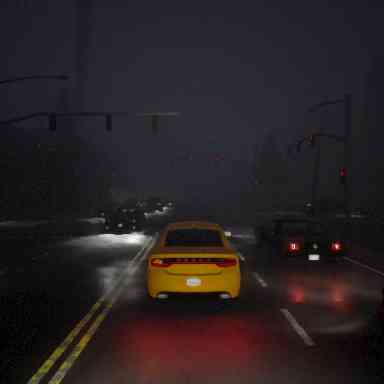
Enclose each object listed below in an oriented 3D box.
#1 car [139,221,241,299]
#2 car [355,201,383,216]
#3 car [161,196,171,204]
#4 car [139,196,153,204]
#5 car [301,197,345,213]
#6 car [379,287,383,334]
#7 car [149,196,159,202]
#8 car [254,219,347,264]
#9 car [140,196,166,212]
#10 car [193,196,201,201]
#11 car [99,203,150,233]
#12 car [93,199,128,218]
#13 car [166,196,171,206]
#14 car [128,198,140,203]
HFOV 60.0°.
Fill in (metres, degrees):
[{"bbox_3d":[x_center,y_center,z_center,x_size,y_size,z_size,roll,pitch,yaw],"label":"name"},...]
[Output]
[{"bbox_3d":[0.033,1.478,8.487,1.882,1.535,5.008,0,0,0],"label":"car"},{"bbox_3d":[18.770,1.547,32.211,5.357,1.411,2.033,0,0,-2],"label":"car"},{"bbox_3d":[-5.168,1.525,67.108,1.812,1.442,4.674,0,0,-1],"label":"car"},{"bbox_3d":[-8.597,1.477,62.591,1.882,1.535,5.008,0,0,-1],"label":"car"},{"bbox_3d":[14.080,1.352,35.576,4.553,1.767,2.097,0,0,-2],"label":"car"},{"bbox_3d":[3.597,1.478,2.721,1.882,1.535,5.008,0,0,0],"label":"car"},{"bbox_3d":[-8.937,1.550,77.899,1.994,1.385,4.181,0,0,-1],"label":"car"},{"bbox_3d":[3.501,1.601,11.811,1.895,1.301,4.718,0,0,-1],"label":"car"},{"bbox_3d":[-4.466,1.351,38.975,2.097,1.767,4.553,0,0,-2],"label":"car"},{"bbox_3d":[1.298,1.595,88.224,1.895,1.301,4.718,0,0,-1],"label":"car"},{"bbox_3d":[-3.827,1.564,19.571,1.994,1.385,4.181,0,0,-1],"label":"car"},{"bbox_3d":[-7.698,1.548,31.021,2.033,1.411,5.357,0,0,-2],"label":"car"},{"bbox_3d":[-4.864,1.490,52.334,2.128,1.511,4.902,0,0,-1],"label":"car"},{"bbox_3d":[-8.212,1.547,46.201,2.033,1.411,5.357,0,0,-1],"label":"car"}]
